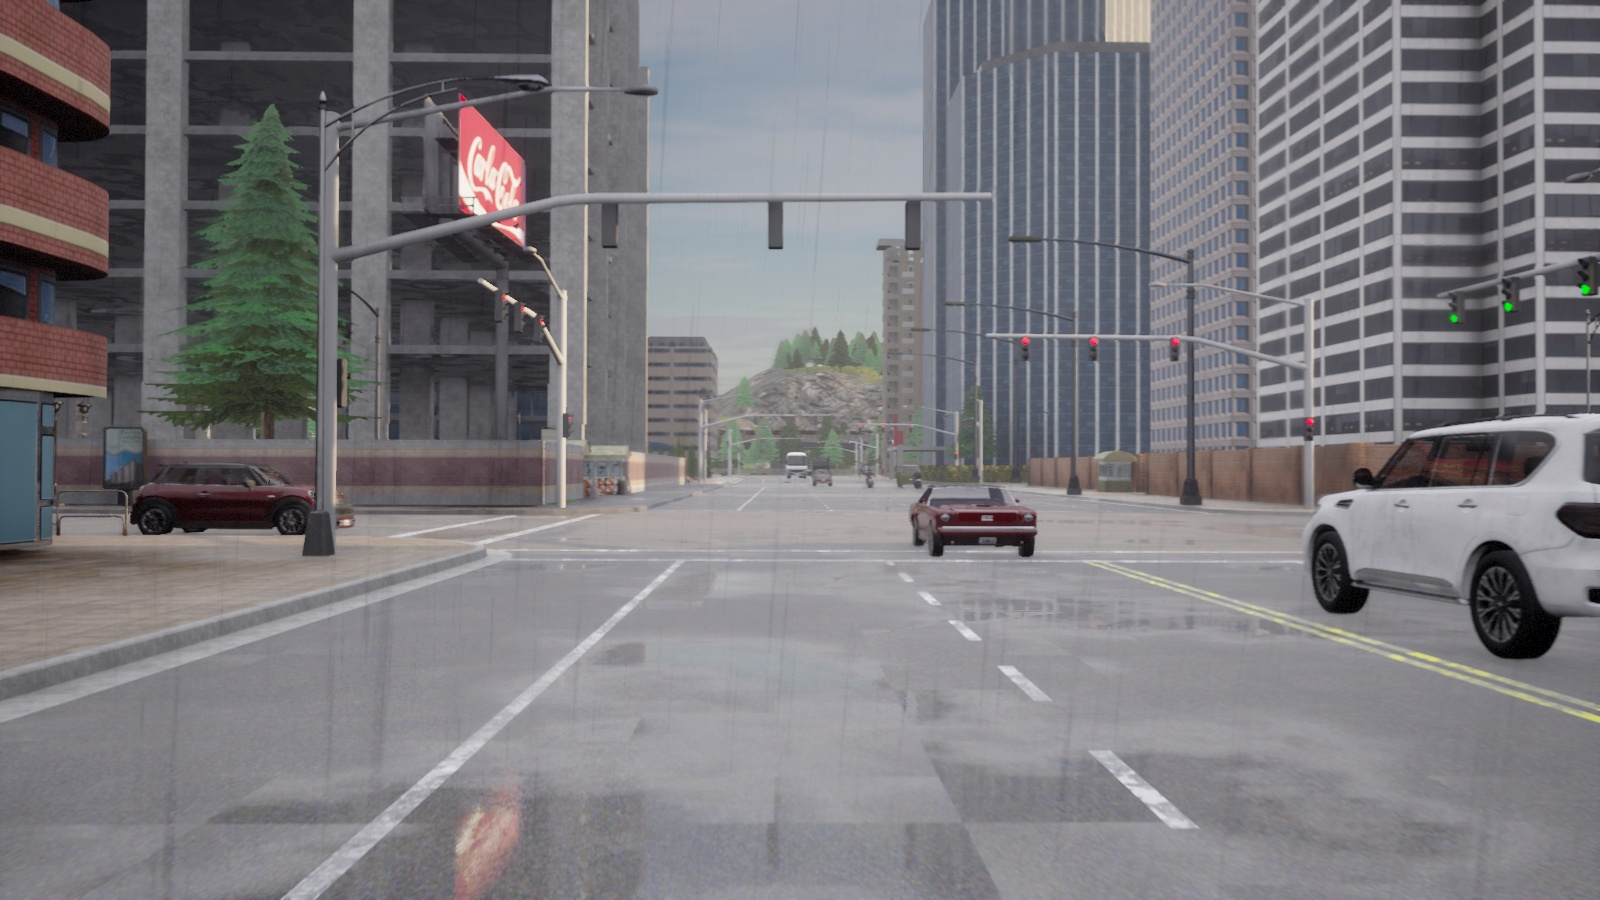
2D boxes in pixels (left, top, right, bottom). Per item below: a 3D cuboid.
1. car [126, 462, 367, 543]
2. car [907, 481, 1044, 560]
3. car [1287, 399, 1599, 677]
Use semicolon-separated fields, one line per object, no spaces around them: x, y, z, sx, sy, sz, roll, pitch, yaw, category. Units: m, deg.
-12.503;1.164;28.601;4.553;1.767;2.097;0;-1;-1;car
3.213;1.261;23.918;1.895;1.301;4.718;0;-1;-1;car
6.855;0.682;12.024;2.150;2.045;5.566;0;-1;-1;car
